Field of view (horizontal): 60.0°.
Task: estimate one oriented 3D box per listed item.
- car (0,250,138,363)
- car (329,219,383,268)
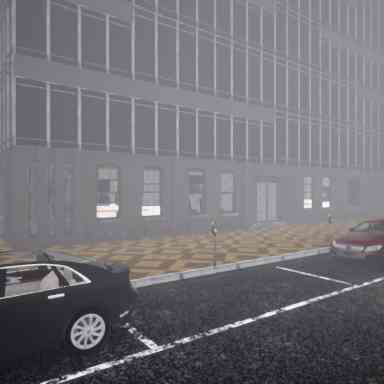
[{"bbox_3d":[-2.906,1.551,4.487,4.403,1.369,2.008,0,0,-36],"label":"car"},{"bbox_3d":[6.353,1.582,11.111,4.206,1.307,1.802,0,0,-36],"label":"car"}]
